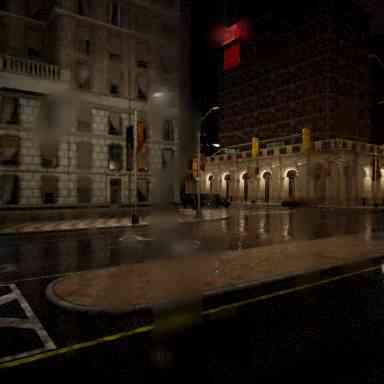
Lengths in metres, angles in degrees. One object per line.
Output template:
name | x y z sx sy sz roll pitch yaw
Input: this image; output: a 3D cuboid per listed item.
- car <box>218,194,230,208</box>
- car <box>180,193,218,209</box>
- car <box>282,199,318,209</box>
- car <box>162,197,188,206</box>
car | 3.086 1.221 48.487 2.150 2.045 5.566 0 0 -36
car | 0.597 1.221 45.948 2.150 2.045 5.566 0 0 -35
car | 14.437 1.601 44.838 1.895 1.301 4.718 0 0 -37
car | -2.939 1.547 57.003 2.033 1.411 5.357 0 0 -34
